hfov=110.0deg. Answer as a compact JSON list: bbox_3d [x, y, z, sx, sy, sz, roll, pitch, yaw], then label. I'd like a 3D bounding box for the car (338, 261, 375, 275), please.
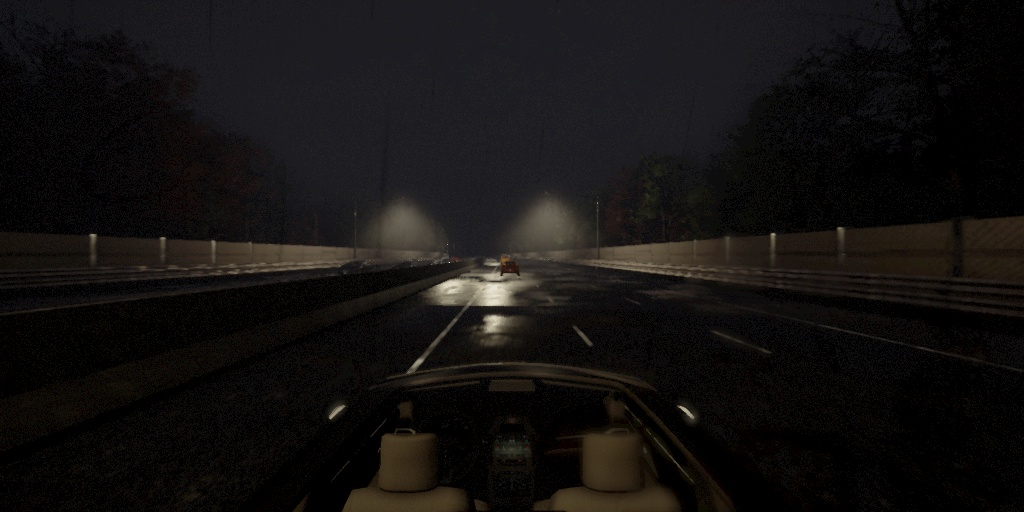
[{"bbox_3d":[-14.305,1.188,33.134,2.128,1.511,4.902,0,0,-1],"label":"car"}]

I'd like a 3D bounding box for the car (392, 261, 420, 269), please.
[{"bbox_3d":[-10.857,1.229,37.325,2.033,1.411,5.357,0,0,-1],"label":"car"}]

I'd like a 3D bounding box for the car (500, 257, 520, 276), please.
[{"bbox_3d":[-0.200,1.148,36.321,1.882,1.535,5.008,0,0,-1],"label":"car"}]
